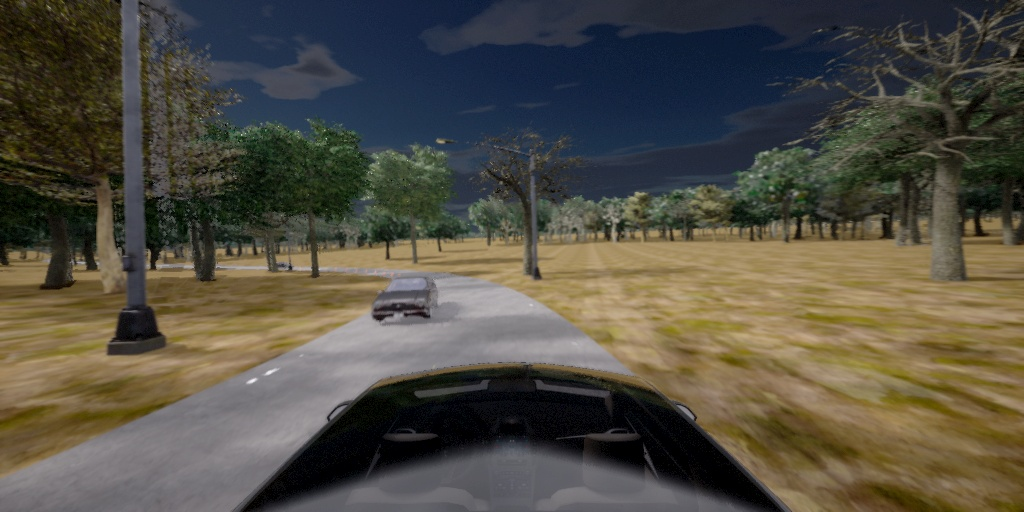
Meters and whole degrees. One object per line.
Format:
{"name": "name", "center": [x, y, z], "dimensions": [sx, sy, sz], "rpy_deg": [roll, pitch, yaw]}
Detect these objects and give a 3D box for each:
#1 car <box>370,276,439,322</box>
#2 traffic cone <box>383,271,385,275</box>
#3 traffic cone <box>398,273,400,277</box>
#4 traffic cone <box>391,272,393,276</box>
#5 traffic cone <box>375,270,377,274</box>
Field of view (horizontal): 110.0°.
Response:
{"name": "car", "center": [-3.836, 1.480, 13.754], "dimensions": [2.033, 1.411, 5.357], "rpy_deg": [-2, 0, -7]}
{"name": "traffic cone", "center": [-17.248, 2.265, 48.484], "dimensions": [0.340, 0.580, 0.340], "rpy_deg": [0, 0, -32]}
{"name": "traffic cone", "center": [-12.565, 2.158, 39.992], "dimensions": [0.340, 0.580, 0.340], "rpy_deg": [0, 0, -26]}
{"name": "traffic cone", "center": [-14.787, 2.209, 44.305], "dimensions": [0.340, 0.580, 0.340], "rpy_deg": [0, 0, -29]}
{"name": "traffic cone", "center": [-19.943, 2.316, 52.516], "dimensions": [0.340, 0.580, 0.340], "rpy_deg": [0, 0, -35]}
